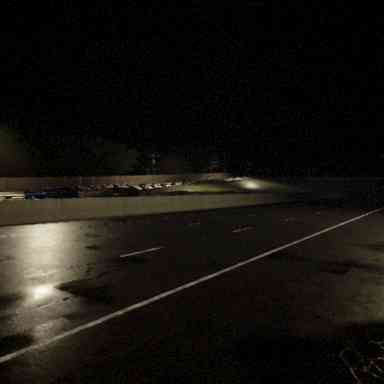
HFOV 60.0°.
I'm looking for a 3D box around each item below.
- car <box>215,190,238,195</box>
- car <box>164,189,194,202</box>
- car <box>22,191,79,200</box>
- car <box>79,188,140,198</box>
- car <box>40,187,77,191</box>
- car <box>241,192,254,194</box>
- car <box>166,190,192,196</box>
[{"bbox_3d":[4.169,0.793,46.566,1.837,1.490,4.892,1,1,36],"label":"car"},{"bbox_3d":[-1.903,0.515,50.108,2.097,1.767,4.553,1,1,36],"label":"car"},{"bbox_3d":[-12.312,0.893,29.656,1.812,1.442,4.674,1,1,36],"label":"car"},{"bbox_3d":[-7.181,0.624,30.781,2.150,2.045,5.566,1,1,36],"label":"car"},{"bbox_3d":[-13.972,0.511,33.323,2.150,2.045,5.566,1,1,36],"label":"car"},{"bbox_3d":[9.976,0.688,60.580,1.837,1.490,4.892,1,1,36],"label":"car"},{"bbox_3d":[-2.091,0.760,43.883,1.837,1.490,4.892,1,1,36],"label":"car"}]
